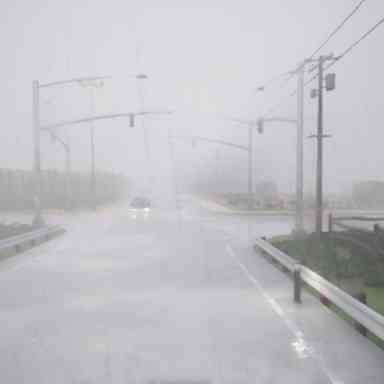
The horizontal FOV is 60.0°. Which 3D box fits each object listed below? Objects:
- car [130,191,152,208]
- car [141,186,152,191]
[{"bbox_3d":[-5.304,0.971,34.579,1.994,1.385,4.181,0,3,-6],"label":"car"},{"bbox_3d":[-8.698,-0.345,63.899,1.837,1.490,4.892,0,2,-7],"label":"car"}]
